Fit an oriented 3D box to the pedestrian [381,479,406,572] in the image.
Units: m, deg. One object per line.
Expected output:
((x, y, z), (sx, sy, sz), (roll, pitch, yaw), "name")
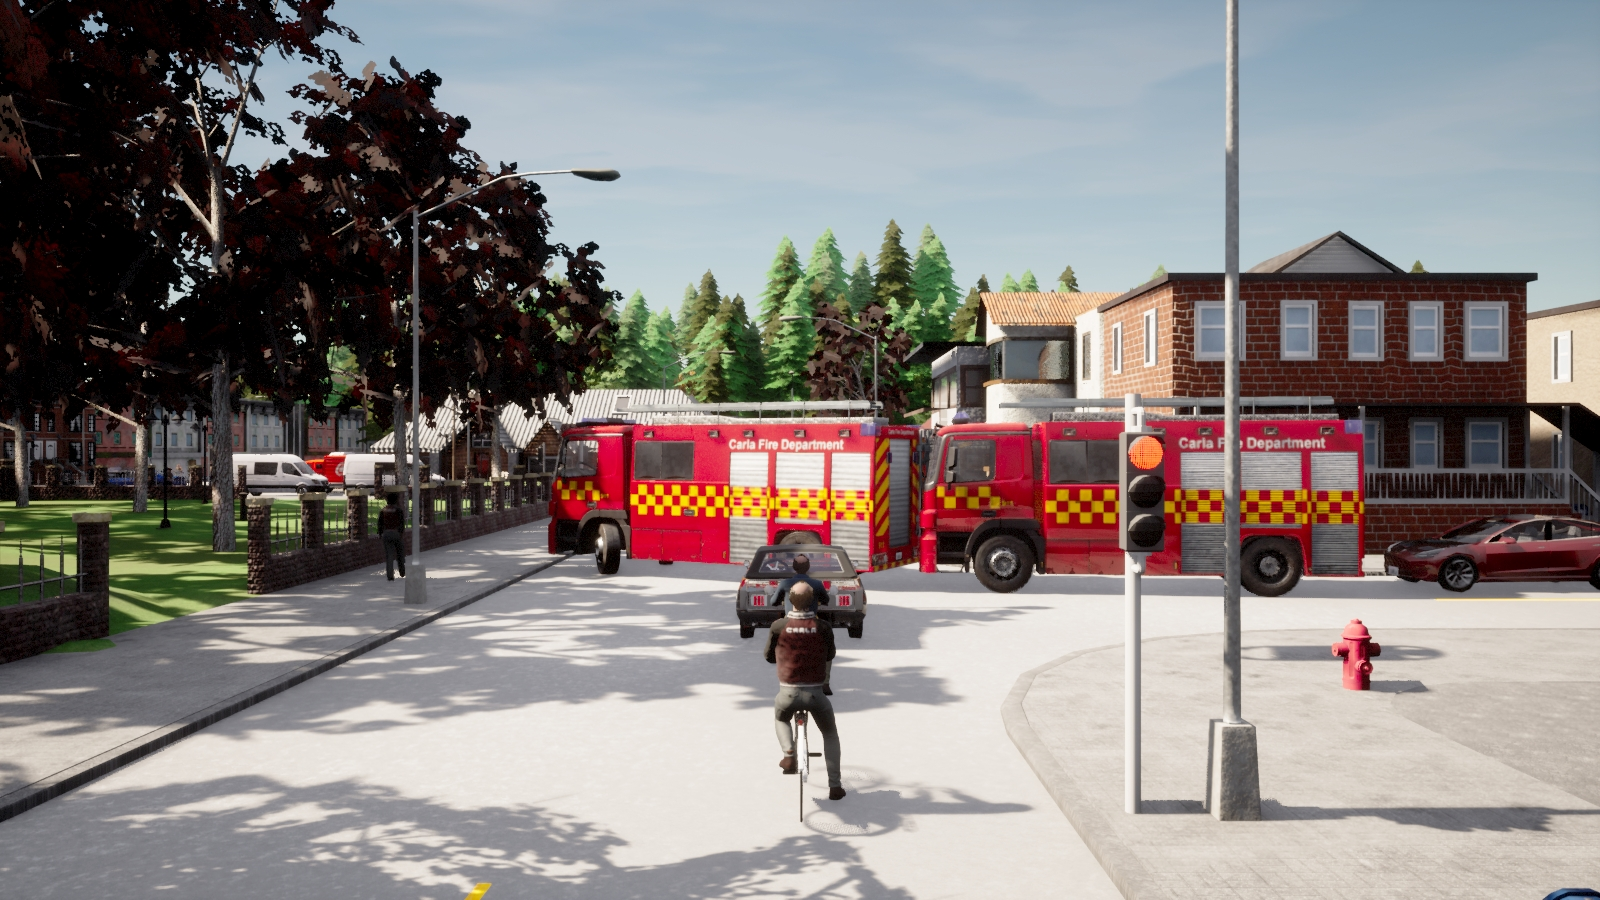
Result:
((-8.278, 1.525, 23.254), (0.375, 1.860, 0.375), (0, 0, -2), "pedestrian")

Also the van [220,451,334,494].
((-31.465, 1.314, 68.839), (5.915, 2.561, 1.988), (0, 0, 1), "van")

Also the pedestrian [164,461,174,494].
((-35.021, 1.523, 63.390), (0.375, 1.860, 0.375), (0, 0, 1), "pedestrian")

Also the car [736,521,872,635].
((0.052, 1.935, 18.331), (1.895, 1.301, 4.718), (0, 0, 0), "car")

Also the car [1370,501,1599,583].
((14.601, 1.843, 23.389), (4.792, 1.488, 2.163), (0, 0, 0), "car")

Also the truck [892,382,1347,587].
((6.196, 0.669, 23.319), (8.468, 3.827, 2.891), (0, 0, 7), "truck")

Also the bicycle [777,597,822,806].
((-0.005, 1.940, 9.200), (0.329, 1.271, 1.835), (0, 0, 0), "bicycle")

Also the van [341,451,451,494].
((-24.299, 1.314, 68.785), (5.915, 2.561, 1.988), (0, 0, 1), "van")

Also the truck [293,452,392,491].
((-29.092, 1.345, 72.766), (5.204, 2.467, 2.627), (0, 0, 0), "truck")

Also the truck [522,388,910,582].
((-2.010, 0.672, 25.772), (8.468, 3.827, 2.891), (0, 0, 28), "truck")
